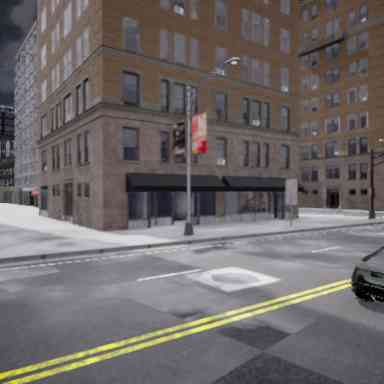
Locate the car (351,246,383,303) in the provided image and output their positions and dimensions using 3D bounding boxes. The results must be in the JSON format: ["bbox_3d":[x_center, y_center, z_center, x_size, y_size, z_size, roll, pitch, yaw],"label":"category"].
[{"bbox_3d":[5.330,1.610,7.235,4.181,1.385,1.994,0,0,-36],"label":"car"}]
